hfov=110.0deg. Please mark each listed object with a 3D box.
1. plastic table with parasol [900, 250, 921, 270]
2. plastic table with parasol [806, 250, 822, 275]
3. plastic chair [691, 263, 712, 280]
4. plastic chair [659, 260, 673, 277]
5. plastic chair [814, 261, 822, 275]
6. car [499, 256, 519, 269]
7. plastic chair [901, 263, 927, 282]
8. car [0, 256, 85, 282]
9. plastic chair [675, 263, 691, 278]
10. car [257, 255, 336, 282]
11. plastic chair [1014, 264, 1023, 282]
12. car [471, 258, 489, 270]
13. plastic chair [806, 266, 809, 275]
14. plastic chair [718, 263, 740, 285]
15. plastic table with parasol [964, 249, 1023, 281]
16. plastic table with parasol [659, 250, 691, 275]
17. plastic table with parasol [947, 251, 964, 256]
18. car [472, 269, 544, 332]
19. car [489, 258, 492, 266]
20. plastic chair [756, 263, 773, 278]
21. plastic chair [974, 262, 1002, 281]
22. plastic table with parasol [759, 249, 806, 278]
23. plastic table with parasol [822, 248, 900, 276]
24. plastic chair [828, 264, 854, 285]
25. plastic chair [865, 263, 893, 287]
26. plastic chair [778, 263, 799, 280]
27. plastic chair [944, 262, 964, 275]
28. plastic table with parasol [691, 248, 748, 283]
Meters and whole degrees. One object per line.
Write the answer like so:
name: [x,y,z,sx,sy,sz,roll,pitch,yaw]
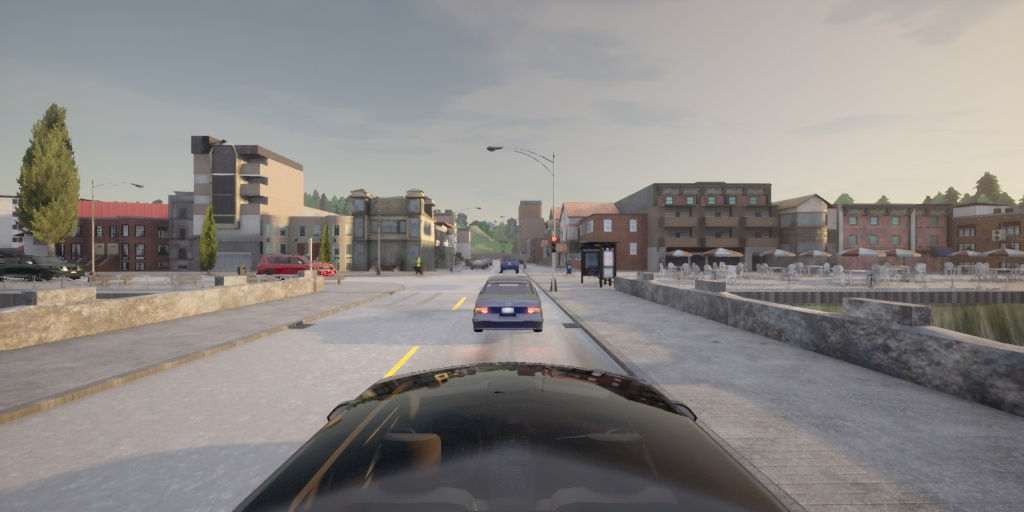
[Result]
plastic table with parasol: [30.097,0.675,28.118,2.482,2.480,2.482,0,0,-1]
plastic table with parasol: [29.714,0.675,35.204,2.482,2.480,2.482,0,0,-1]
plastic chair: [13.522,1.279,25.599,0.730,1.272,0.750,0,0,-1]
plastic chair: [14.209,1.279,33.409,0.730,1.272,0.750,0,0,-1]
plastic chair: [29.405,1.279,33.829,0.750,1.272,0.730,0,0,-1]
car: [-0.363,0.971,42.862,2.150,2.045,5.566,0,0,-2]
plastic chair: [30.106,1.279,26.838,0.750,1.272,0.730,0,0,-1]
car: [-37.308,0.975,28.213,5.566,2.045,2.150,0,0,-1]
plastic chair: [15.329,1.279,32.025,0.750,1.272,0.730,0,0,-1]
car: [-17.061,0.972,28.513,5.566,2.045,2.150,0,0,-1]
plastic chair: [37.420,1.279,25.944,0.750,1.272,0.730,0,0,-1]
car: [-4.866,1.276,52.399,1.812,1.442,4.674,0,0,1]
plastic chair: [28.285,1.279,35.213,0.730,1.272,0.750,0,0,-1]
plastic chair: [14.642,1.279,24.215,0.750,1.272,0.730,0,0,-1]
plastic table with parasol: [37.391,0.675,27.254,2.482,2.480,2.482,0,0,-1]
plastic table with parasol: [15.431,0.675,33.307,2.482,2.480,2.482,0,0,-1]
plastic table with parasol: [46.169,0.675,36.452,2.482,2.480,2.482,0,0,-1]
car: [-0.104,1.297,10.772,2.033,1.411,5.357,0,0,0]
car: [-4.979,1.227,61.637,1.882,1.535,5.008,0,0,-1]
plastic chair: [21.253,1.279,30.411,0.730,1.272,0.750,0,0,-1]
plastic chair: [36.262,1.279,27.325,0.730,1.272,0.750,0,0,-1]
plastic table with parasol: [22.454,0.675,30.378,2.482,2.480,2.482,0,0,-1]
plastic table with parasol: [23.443,0.675,24.192,2.482,2.480,2.482,0,0,-1]
plastic chair: [22.243,1.279,24.224,0.730,1.272,0.750,0,0,-1]
plastic chair: [23.363,1.279,22.841,0.750,1.272,0.730,0,0,-1]
plastic chair: [22.373,1.279,29.027,0.750,1.272,0.730,0,0,-1]
plastic chair: [44.967,1.279,36.554,0.730,1.272,0.750,0,0,-1]
plastic table with parasol: [14.794,0.675,25.477,2.482,2.480,2.482,0,0,-1]
